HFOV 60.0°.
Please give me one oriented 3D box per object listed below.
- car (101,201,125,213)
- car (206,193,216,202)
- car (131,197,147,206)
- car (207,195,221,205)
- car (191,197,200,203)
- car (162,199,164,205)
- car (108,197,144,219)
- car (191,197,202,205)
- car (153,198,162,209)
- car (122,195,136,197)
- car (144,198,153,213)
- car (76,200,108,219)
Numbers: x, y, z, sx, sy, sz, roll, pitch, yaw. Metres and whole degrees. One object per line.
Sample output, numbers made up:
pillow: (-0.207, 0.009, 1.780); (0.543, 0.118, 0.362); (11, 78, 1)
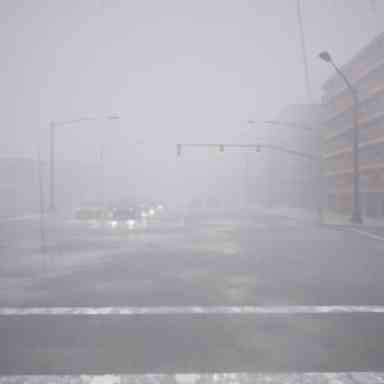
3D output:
car: (-9.842, 1.832, 41.637); (1.994, 1.385, 4.181); (0, 0, 0)
car: (4.328, 1.347, 74.075); (2.150, 2.045, 5.566); (0, 0, 0)
car: (-9.751, 1.659, 61.336); (2.128, 1.511, 4.902); (0, 0, 1)
car: (4.406, 1.718, 64.087); (1.994, 1.385, 4.181); (0, 0, 0)
car: (0.827, 1.717, 74.327); (1.895, 1.301, 4.718); (0, 0, 0)
car: (-6.257, 1.771, 60.950); (1.895, 1.301, 4.718); (0, 0, 1)
car: (-6.363, 1.633, 32.656); (2.097, 1.767, 4.553); (0, 0, 0)
car: (0.905, 1.630, 64.247); (1.882, 1.535, 5.008); (0, 0, 0)
car: (-6.317, 1.712, 50.820); (2.128, 1.511, 4.902); (0, 0, 0)
car: (-9.809, 1.443, 51.087); (2.150, 2.045, 5.566); (0, 0, 0)
car: (-6.343, 1.795, 41.537); (1.812, 1.442, 4.674); (0, 0, 0)
car: (-9.861, 1.636, 32.996); (2.097, 1.767, 4.553); (0, 0, 0)
